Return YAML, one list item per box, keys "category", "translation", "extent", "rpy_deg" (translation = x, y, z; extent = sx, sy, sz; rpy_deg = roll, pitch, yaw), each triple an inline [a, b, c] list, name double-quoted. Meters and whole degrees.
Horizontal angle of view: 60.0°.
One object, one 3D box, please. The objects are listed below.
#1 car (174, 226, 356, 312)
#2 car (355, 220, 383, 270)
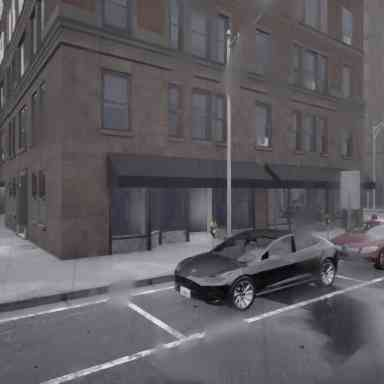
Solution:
- category: "car"
  translation: [1.644, 1.566, 7.709]
  extent: [4.313, 1.339, 1.947]
  rpy_deg: [0, 0, -36]
- category: "car"
  translation: [6.122, 1.582, 10.905]
  extent: [4.206, 1.307, 1.802]
  rpy_deg: [0, 0, -36]
